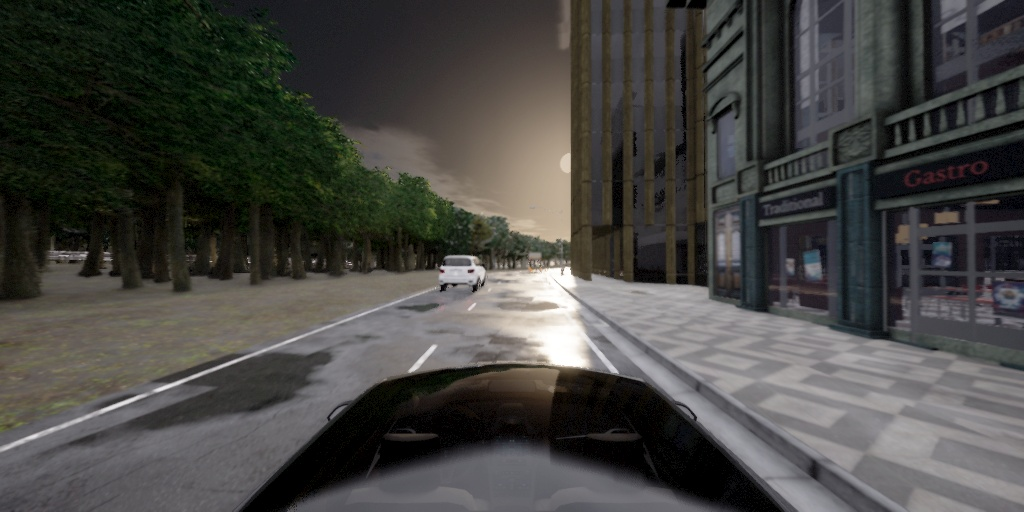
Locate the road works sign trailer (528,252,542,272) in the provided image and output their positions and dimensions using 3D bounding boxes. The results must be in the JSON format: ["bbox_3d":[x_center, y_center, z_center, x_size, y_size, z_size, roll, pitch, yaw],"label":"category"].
[{"bbox_3d":[4.021,1.030,63.206,2.380,3.560,2.880,0,0,2],"label":"road works sign trailer"}]

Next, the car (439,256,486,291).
[{"bbox_3d":[-2.937,1.008,22.094,2.150,2.045,5.566,0,0,2],"label":"car"}]
